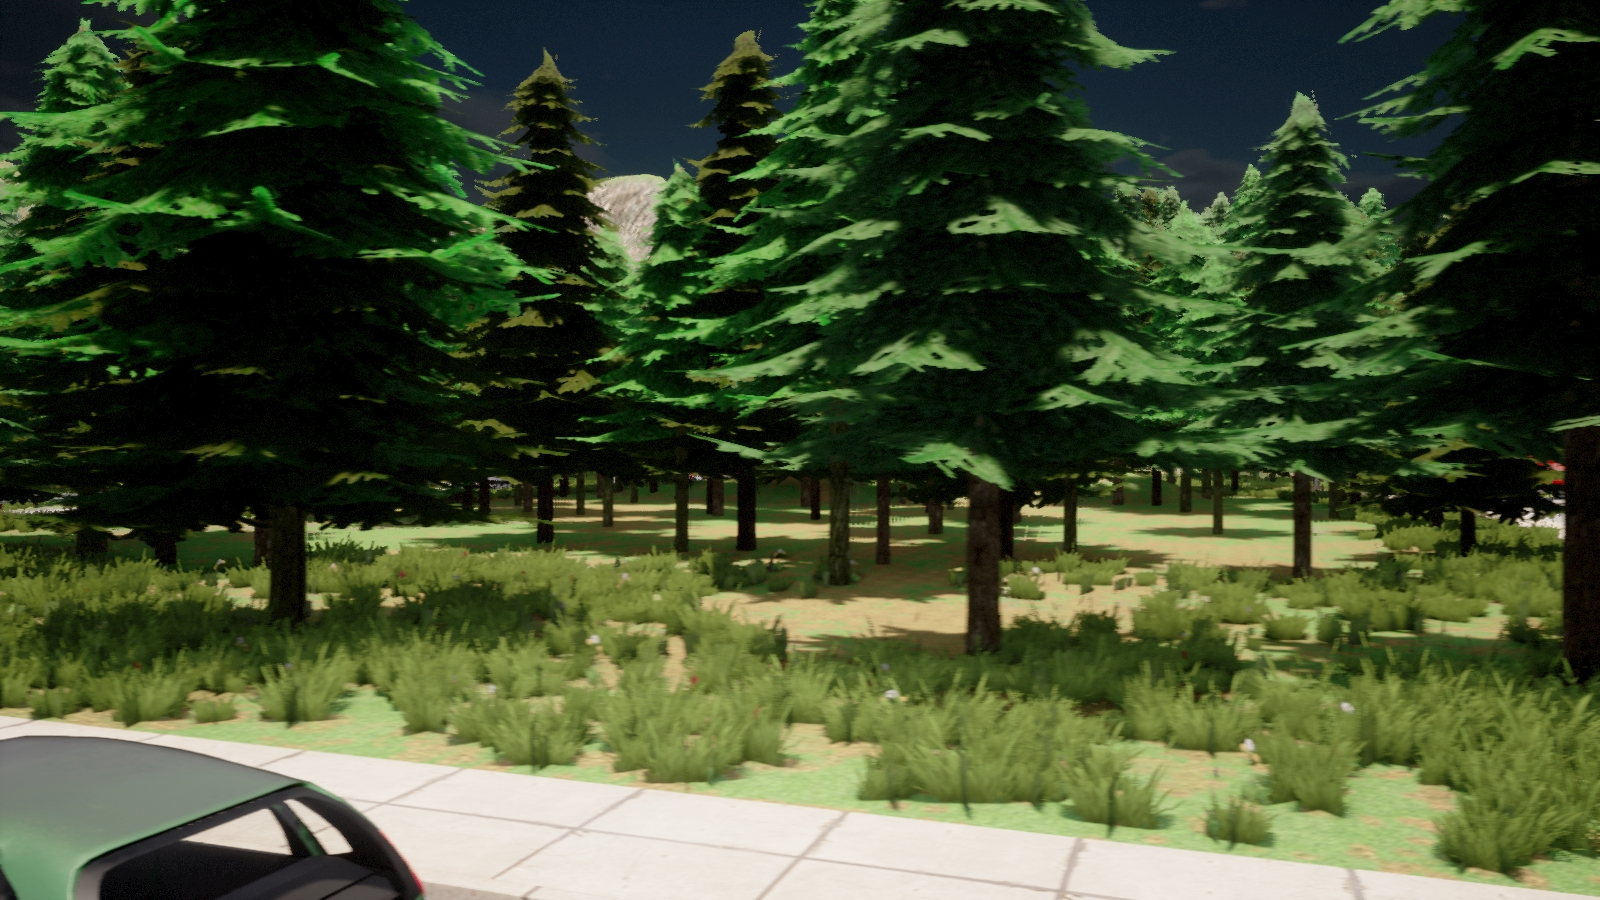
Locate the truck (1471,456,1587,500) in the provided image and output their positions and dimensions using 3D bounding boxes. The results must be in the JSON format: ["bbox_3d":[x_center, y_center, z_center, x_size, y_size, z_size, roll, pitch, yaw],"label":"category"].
[{"bbox_3d":[41.266,1.558,64.771,5.204,2.467,2.627,0,-1,-13],"label":"truck"}]

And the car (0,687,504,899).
[{"bbox_3d":[-3.411,2.000,4.535,3.988,1.617,1.851,0,0,20],"label":"car"}]
